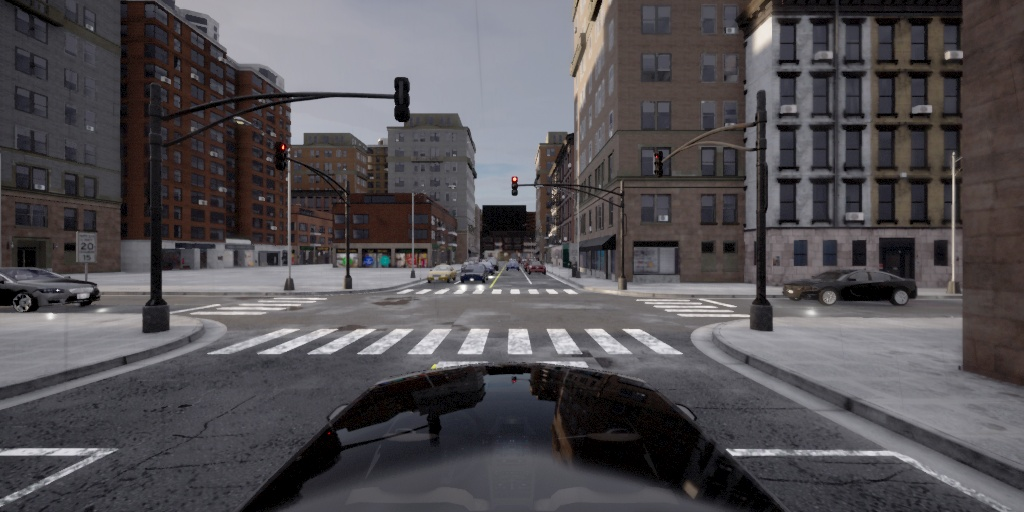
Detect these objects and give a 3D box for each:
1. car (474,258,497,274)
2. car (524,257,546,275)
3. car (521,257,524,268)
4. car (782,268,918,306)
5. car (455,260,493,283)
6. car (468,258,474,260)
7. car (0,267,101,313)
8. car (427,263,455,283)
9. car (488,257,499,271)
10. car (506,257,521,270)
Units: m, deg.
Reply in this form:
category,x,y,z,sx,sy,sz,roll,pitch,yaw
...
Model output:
category,x,y,z,sx,sy,sz,roll,pitch,yaw
car,-2.837,1.277,38.192,1.812,1.442,4.674,0,0,0
car,2.652,1.191,39.380,1.967,1.591,4.097,0,0,0
car,2.654,1.067,45.042,2.192,1.841,5.009,0,0,0
car,14.778,1.310,15.845,5.008,1.535,1.882,0,0,-1
car,-2.838,1.298,28.142,2.033,1.411,5.357,0,0,0
car,-5.371,1.302,45.045,2.007,1.370,4.403,0,0,0
car,-17.844,1.159,12.872,4.902,1.511,2.128,0,0,0
car,-5.377,1.276,27.889,1.751,1.417,4.829,0,0,0
car,-2.815,1.230,48.682,1.882,1.535,5.008,0,0,0
car,0.120,1.300,52.059,2.033,1.411,5.357,0,0,0
